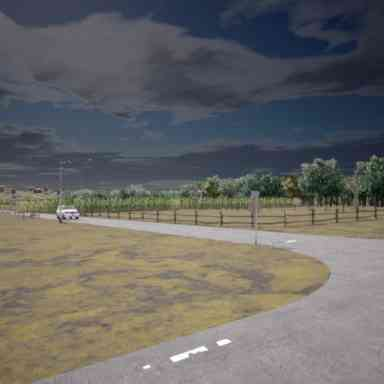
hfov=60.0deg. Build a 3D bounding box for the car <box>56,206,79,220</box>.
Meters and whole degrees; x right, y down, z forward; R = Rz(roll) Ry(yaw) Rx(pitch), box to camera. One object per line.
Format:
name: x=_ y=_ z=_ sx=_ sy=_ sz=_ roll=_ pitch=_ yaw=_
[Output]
car: x=-18.710 y=3.052 z=49.936 sx=2.150 sy=2.045 sz=5.566 roll=1 pitch=-3 yaw=-35
